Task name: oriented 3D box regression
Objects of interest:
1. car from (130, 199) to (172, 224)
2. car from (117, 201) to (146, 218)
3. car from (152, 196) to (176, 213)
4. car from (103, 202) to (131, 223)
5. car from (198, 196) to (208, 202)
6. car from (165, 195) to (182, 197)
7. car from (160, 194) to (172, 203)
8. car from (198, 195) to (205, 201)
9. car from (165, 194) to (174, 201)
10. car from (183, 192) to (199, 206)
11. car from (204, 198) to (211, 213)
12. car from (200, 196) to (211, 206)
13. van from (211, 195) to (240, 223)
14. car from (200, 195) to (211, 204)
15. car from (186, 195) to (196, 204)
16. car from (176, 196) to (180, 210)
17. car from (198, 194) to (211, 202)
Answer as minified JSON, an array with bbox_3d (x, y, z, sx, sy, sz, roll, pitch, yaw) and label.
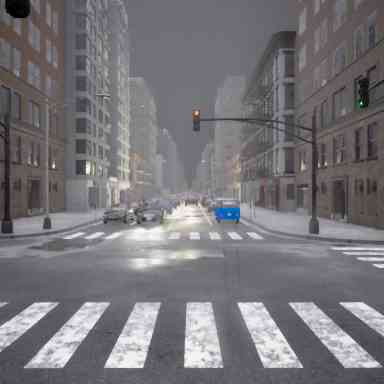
[{"bbox_3d":[-2.882,1.491,24.504,2.128,1.511,4.902,0,0,-1],"label":"car"},{"bbox_3d":[-5.444,1.543,30.633,1.887,1.381,4.507,0,0,0],"label":"car"},{"bbox_3d":[-2.912,1.476,33.947,1.882,1.535,5.008,0,0,0],"label":"car"},{"bbox_3d":[-5.434,1.550,24.952,2.008,1.369,4.403,0,0,0],"label":"car"},{"bbox_3d":[2.500,1.525,76.106,2.008,1.369,4.403,0,0,0],"label":"car"},{"bbox_3d":[-2.902,1.555,53.195,1.994,1.385,4.181,0,0,1],"label":"car"},{"bbox_3d":[-5.515,1.293,70.406,2.192,1.841,5.009,0,0,0],"label":"car"},{"bbox_3d":[2.480,1.532,87.469,1.947,1.339,4.313,0,0,0],"label":"car"},{"bbox_3d":[-5.535,1.410,81.770,1.967,1.590,4.097,0,0,0],"label":"car"},{"bbox_3d":[-0.100,1.341,55.069,2.097,1.767,4.553,0,0,0],"label":"car"},{"bbox_3d":[2.571,1.580,36.337,1.802,1.307,4.206,0,0,0],"label":"car"},{"bbox_3d":[2.551,1.577,47.700,1.802,1.307,4.206,0,0,0],"label":"car"},{"bbox_3d":[2.591,1.340,24.975,1.690,1.788,3.998,0,0,0],"label":"van"},{"bbox_3d":[2.520,1.422,64.744,1.967,1.590,4.097,0,0,0],"label":"car"},{"bbox_3d":[-0.118,1.460,65.102,1.882,1.535,5.008,0,0,0],"label":"car"},{"bbox_3d":[-2.925,1.560,43.173,1.994,1.385,4.181,0,0,0],"label":"car"},{"bbox_3d":[2.541,1.306,53.381,2.192,1.841,5.009,0,0,0],"label":"car"}]
